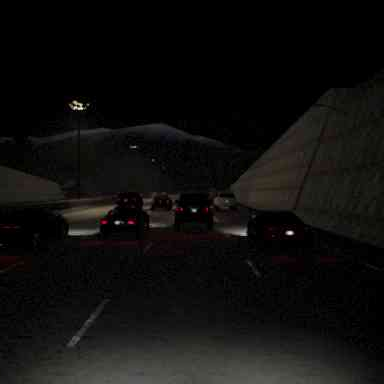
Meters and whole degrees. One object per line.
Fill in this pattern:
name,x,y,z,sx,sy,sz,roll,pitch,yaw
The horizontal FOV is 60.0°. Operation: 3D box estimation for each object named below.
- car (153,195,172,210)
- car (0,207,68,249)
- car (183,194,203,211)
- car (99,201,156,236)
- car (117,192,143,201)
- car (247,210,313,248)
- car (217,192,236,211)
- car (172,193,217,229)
car,-3.362,1.110,37.771,2.097,1.767,4.553,0,0,0
car,-6.890,1.414,14.106,1.837,1.490,4.892,0,0,0
car,0.138,1.110,37.778,2.097,1.767,4.553,0,0,0
car,-3.385,1.434,17.599,2.033,1.411,5.357,0,0,0
car,-6.863,0.984,37.170,2.150,2.045,5.566,0,0,0
car,3.611,1.472,14.262,1.994,1.385,4.181,0,0,0
car,3.637,0.983,37.260,2.150,2.045,5.566,0,0,0
car,0.118,1.089,20.669,2.150,2.045,5.566,0,0,0
